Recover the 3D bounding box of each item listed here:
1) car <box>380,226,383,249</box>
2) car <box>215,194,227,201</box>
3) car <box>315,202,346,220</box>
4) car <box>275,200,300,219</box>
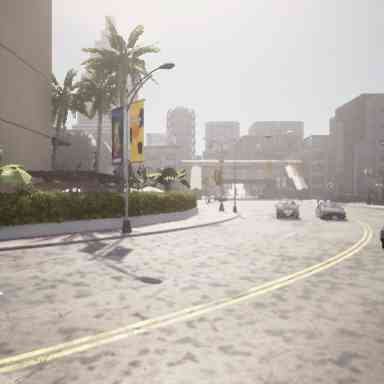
[{"bbox_3d":[9.018,1.614,13.749,1.895,1.301,4.718,0,0,34],"label":"car"},{"bbox_3d":[7.488,1.476,81.933,2.097,1.535,5.008,0,0,1],"label":"car"},{"bbox_3d":[11.797,1.600,28.586,2.033,1.411,5.357,0,0,14],"label":"car"},{"bbox_3d":[8.397,1.518,29.418,2.128,1.511,4.902,0,0,14],"label":"car"}]
